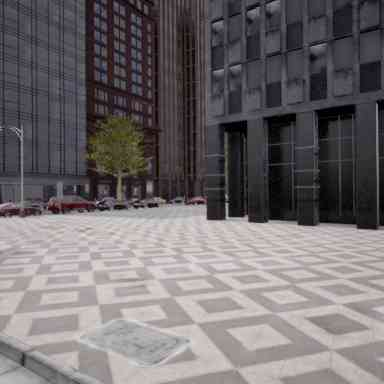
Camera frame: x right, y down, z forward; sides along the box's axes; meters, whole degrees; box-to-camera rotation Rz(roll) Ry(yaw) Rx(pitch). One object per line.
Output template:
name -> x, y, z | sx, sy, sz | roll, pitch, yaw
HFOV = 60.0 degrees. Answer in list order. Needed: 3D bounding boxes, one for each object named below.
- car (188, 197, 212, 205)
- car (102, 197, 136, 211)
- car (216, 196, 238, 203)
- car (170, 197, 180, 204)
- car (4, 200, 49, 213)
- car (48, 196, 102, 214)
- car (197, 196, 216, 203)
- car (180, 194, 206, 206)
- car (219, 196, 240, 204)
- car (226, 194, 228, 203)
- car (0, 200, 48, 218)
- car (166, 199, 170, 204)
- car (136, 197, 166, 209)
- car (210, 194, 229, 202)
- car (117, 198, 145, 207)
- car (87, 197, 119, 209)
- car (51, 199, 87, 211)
car -> 1.455, 1.541, 58.284 | 1.895, 1.301, 4.718 | -1, 0, 34
car -> -8.976, 1.526, 38.579 | 1.947, 1.339, 4.313 | -1, 0, 35
car -> 7.117, 1.471, 66.515 | 2.033, 1.411, 5.357 | -1, 0, 35
car -> -3.214, 1.576, 62.000 | 1.947, 1.339, 4.313 | -1, 0, 35
car -> -19.193, 1.644, 38.767 | 1.947, 1.339, 4.313 | -1, 0, 35
car -> -12.173, 1.291, 33.935 | 2.192, 1.841, 5.009 | -1, 0, 35
car -> 3.178, 1.536, 71.293 | 1.887, 1.381, 4.507 | -1, 0, 35
car -> 0.610, 1.464, 52.517 | 1.887, 1.381, 4.507 | -1, 0, 35
car -> 7.001, 1.465, 61.808 | 1.947, 1.339, 4.313 | -1, 0, 35
car -> 3.804, 1.224, 57.164 | 2.192, 1.841, 5.009 | -1, 0, 35
car -> -15.366, 1.577, 29.287 | 1.802, 1.307, 4.206 | -1, 0, 35
car -> -6.507, 1.546, 57.212 | 1.752, 1.417, 4.829 | -1, 0, 35
car -> -5.781, 1.510, 43.225 | 1.947, 1.339, 4.313 | -1, 0, 35
car -> 6.372, 1.298, 75.940 | 2.192, 1.841, 5.009 | -1, 0, 35
car -> -9.605, 1.614, 52.706 | 1.802, 1.307, 4.206 | -1, 0, 35
car -> -12.803, 1.486, 48.060 | 1.967, 1.590, 4.097 | -1, 0, 35
car -> -15.997, 1.643, 43.413 | 1.802, 1.307, 4.206 | -1, 0, 35
